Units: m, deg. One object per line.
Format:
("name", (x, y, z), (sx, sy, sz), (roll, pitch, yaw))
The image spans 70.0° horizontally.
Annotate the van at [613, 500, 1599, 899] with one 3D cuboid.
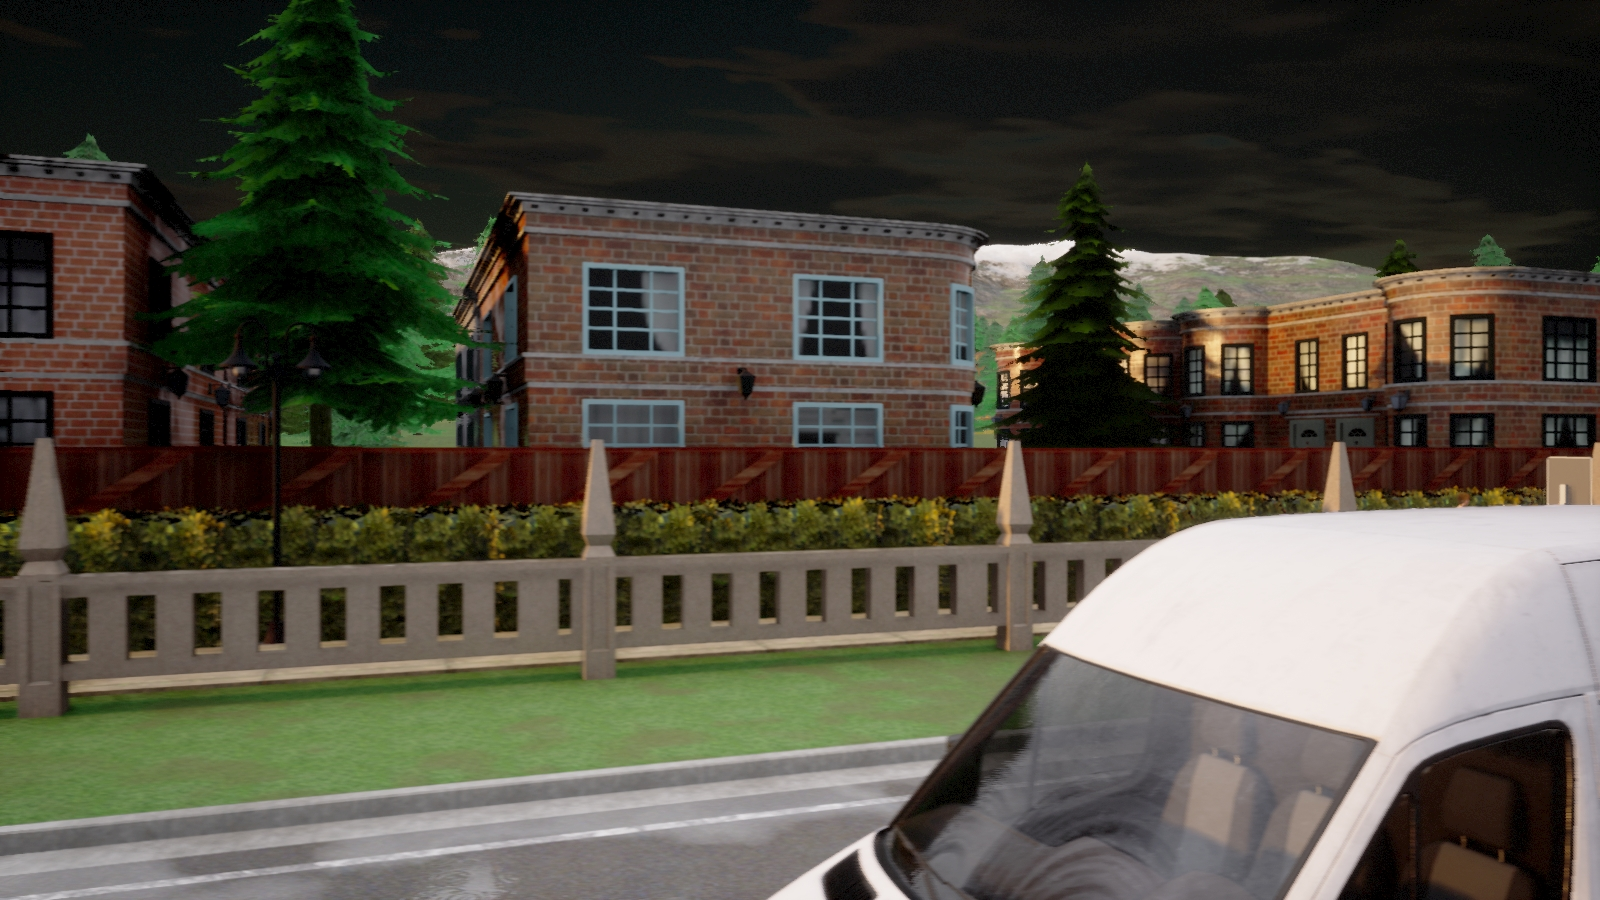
("van", (2.446, 1.535, 4.189), (5.915, 2.561, 1.988), (0, 0, -20))
